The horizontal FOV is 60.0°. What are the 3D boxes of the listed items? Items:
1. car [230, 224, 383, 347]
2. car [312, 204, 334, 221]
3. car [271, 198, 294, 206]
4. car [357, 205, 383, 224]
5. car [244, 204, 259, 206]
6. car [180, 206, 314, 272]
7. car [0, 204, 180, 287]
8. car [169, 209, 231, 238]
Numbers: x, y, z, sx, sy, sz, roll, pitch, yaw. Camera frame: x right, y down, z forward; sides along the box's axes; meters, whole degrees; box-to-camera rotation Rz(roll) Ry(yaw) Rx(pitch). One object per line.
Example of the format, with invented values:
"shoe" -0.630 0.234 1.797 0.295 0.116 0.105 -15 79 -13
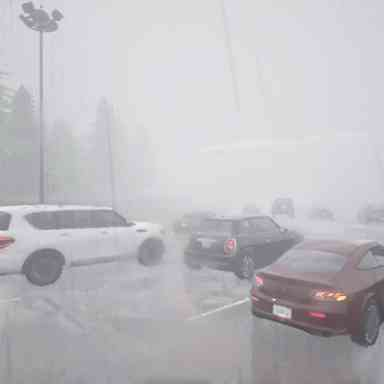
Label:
"car" 2.983 1.597 6.490 4.674 1.442 1.812 0 -1 -44
"car" 12.109 1.871 31.322 1.812 1.442 4.674 -1 -1 15
"car" 9.384 1.633 34.391 2.150 2.045 5.566 -1 -1 13
"car" 14.018 1.738 25.520 2.128 1.511 4.902 -1 -1 18
"car" 7.180 2.078 40.296 1.994 1.385 4.181 -1 -1 14
"car" 1.871 1.495 10.791 2.097 1.767 4.553 -1 -1 44
"car" -3.294 1.401 10.263 5.566 2.045 2.150 0 -1 -42
"car" 0.620 1.857 20.627 1.994 1.385 4.181 -1 -1 32
